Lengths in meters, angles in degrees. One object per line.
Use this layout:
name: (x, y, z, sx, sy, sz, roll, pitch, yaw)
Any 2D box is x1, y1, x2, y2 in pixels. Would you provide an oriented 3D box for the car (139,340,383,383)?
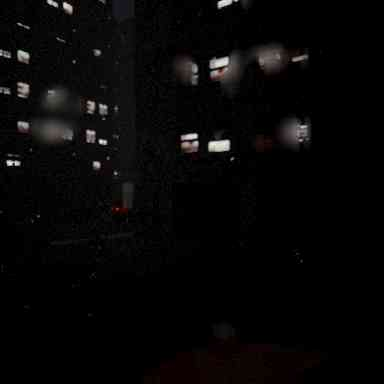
car: (1.591, 1.526, 1.738, 4.829, 1.417, 1.752, 0, 0, 35)

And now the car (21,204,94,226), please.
car: (-10.549, 1.882, 26.426, 1.895, 1.301, 4.718, 0, -1, 35)

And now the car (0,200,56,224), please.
car: (-13.320, 1.563, 27.024, 2.192, 1.841, 5.009, -1, -2, 35)

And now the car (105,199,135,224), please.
car: (-4.557, 1.625, 29.407, 2.150, 2.045, 5.566, 0, -1, 36)

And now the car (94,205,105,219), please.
car: (-10.028, 1.895, 31.665, 1.887, 1.381, 4.507, -1, -2, 35)
